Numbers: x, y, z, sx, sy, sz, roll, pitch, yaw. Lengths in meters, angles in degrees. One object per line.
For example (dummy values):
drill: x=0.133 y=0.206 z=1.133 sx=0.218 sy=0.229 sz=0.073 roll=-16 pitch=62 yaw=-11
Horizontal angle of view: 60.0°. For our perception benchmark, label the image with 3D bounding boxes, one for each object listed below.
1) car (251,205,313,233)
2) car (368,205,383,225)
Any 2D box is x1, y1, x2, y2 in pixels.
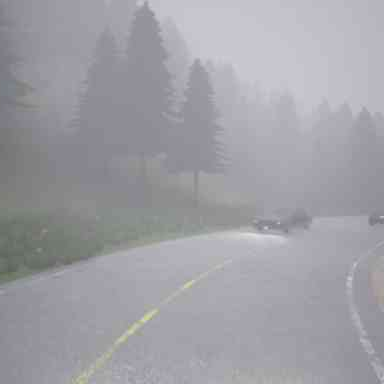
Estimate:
car: x=5.503 y=1.511 z=19.625 sx=2.033 sy=1.411 sz=5.357 roll=1 pitch=0 yaw=38
car: x=14.045 y=1.627 z=23.226 sx=4.181 sy=1.385 sz=1.994 roll=0 pitch=0 yaw=-41
